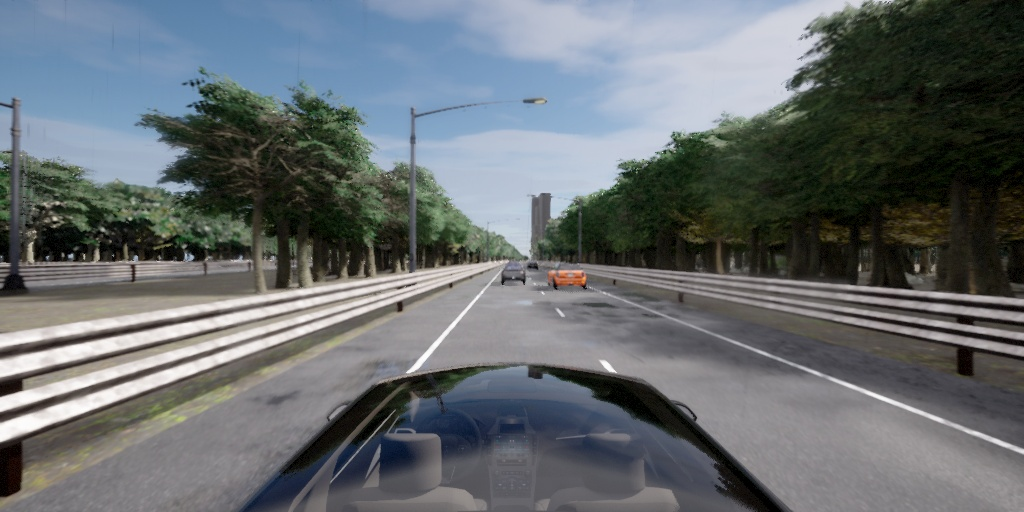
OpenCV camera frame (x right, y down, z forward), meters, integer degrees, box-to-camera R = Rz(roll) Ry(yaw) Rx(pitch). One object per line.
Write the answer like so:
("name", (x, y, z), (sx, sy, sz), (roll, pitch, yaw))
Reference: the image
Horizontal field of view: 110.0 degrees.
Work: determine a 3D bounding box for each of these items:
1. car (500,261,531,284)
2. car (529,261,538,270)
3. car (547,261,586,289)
("car", (0.117, 1.400, 28.427), (2.128, 1.511, 4.902), (0, 0, 0))
("car", (3.641, 1.666, 64.762), (1.837, 1.490, 4.892), (0, -1, 0))
("car", (3.614, 1.235, 24.317), (2.097, 1.767, 4.553), (0, 0, 0))
